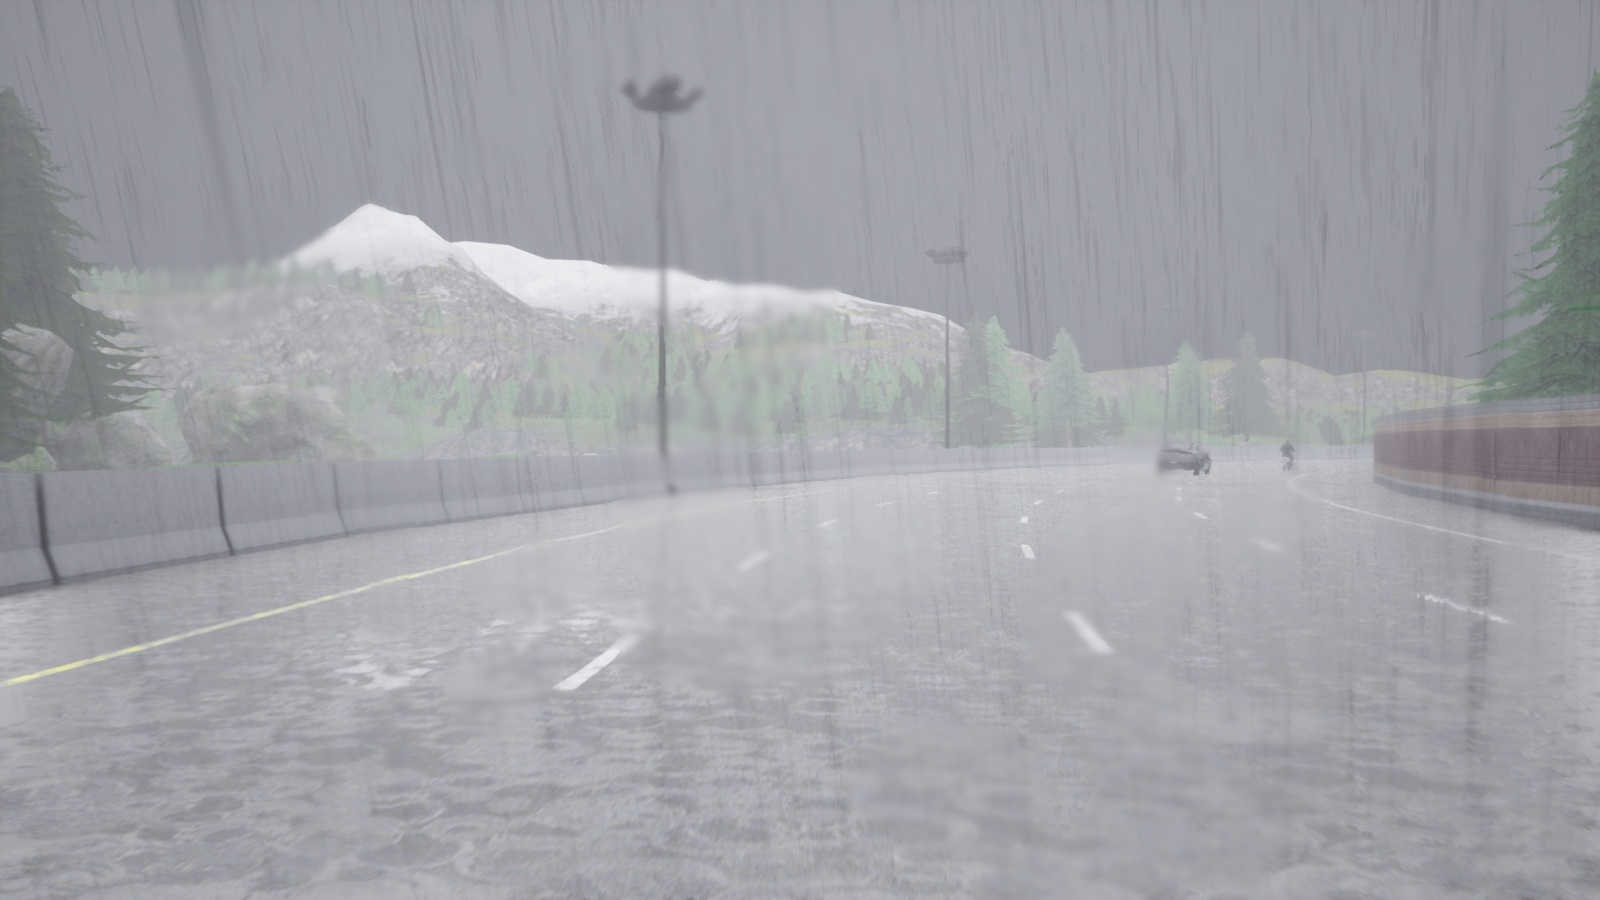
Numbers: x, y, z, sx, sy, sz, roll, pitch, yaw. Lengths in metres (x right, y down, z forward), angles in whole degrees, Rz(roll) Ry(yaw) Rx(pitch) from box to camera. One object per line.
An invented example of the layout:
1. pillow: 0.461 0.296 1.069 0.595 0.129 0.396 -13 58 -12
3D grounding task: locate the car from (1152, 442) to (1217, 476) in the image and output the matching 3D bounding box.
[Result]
1. car: 17.976 0.394 58.537 2.128 1.511 4.902 0 0 27
